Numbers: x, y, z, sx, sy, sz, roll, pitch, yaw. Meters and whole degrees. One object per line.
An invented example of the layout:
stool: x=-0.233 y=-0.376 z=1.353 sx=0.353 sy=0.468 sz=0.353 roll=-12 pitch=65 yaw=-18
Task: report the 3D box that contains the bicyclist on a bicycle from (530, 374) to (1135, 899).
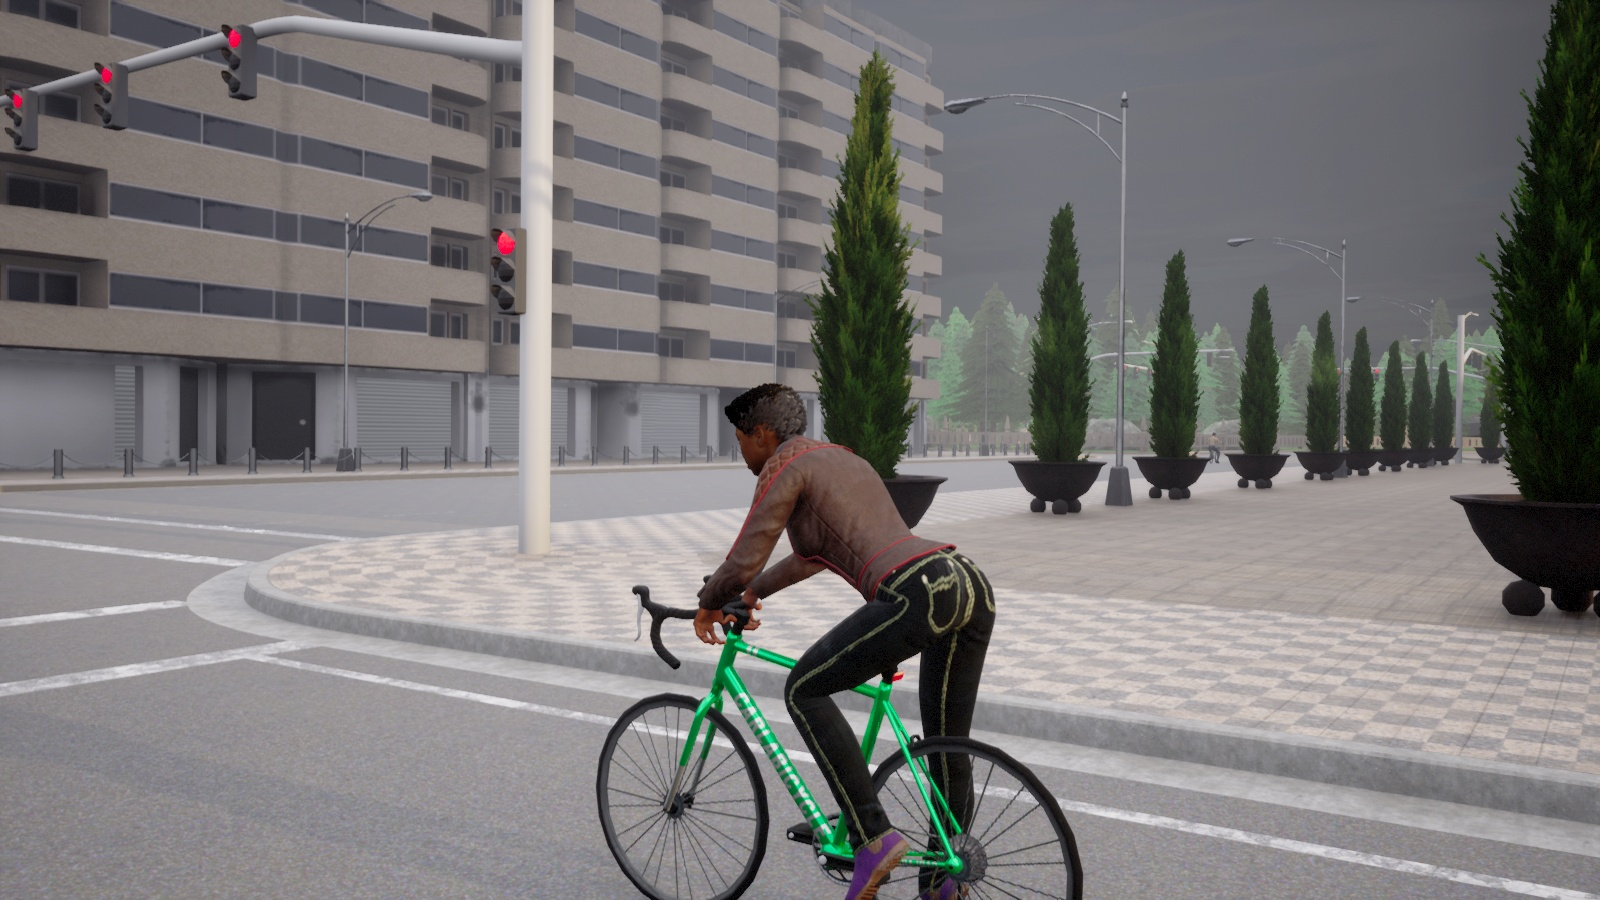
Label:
bicyclist on a bicycle: x=0.045 y=0.633 z=3.593 sx=1.656 sy=1.620 sz=0.582 roll=0 pitch=1 yaw=34
